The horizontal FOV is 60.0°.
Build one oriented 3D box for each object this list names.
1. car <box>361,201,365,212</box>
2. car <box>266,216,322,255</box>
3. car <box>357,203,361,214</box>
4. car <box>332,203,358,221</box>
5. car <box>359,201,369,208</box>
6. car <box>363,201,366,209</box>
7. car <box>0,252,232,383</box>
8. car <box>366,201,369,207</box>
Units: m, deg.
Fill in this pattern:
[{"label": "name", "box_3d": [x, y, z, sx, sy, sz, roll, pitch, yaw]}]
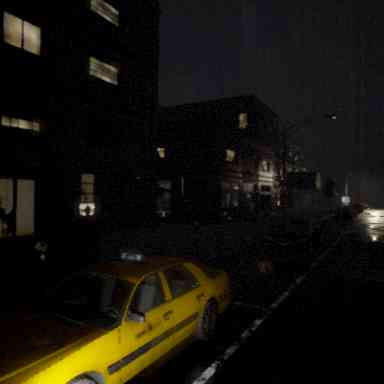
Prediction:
[{"label": "car", "box_3d": [23.403, 2.422, 48.026, 1.947, 1.339, 4.313, 0, -1, 29]}, {"label": "car", "box_3d": [4.500, 1.762, 14.300, 2.008, 1.369, 4.403, 0, -1, 29]}, {"label": "car", "box_3d": [18.002, 2.214, 38.391, 1.887, 1.381, 4.507, 0, -1, 29]}, {"label": "car", "box_3d": [15.302, 2.127, 33.573, 2.008, 1.369, 4.403, 0, -1, 29]}, {"label": "car", "box_3d": [42.308, 2.957, 81.755, 1.967, 1.590, 4.097, 0, -1, 29]}, {"label": "car", "box_3d": [26.105, 2.390, 52.846, 1.967, 1.590, 4.097, 0, -1, 29]}, {"label": "car", "box_3d": [-0.985, 1.554, 4.515, 1.752, 1.417, 4.829, 0, -1, 29]}, {"label": "car", "box_3d": [34.205, 2.814, 67.299, 1.802, 1.307, 4.206, 0, -1, 29]}]
